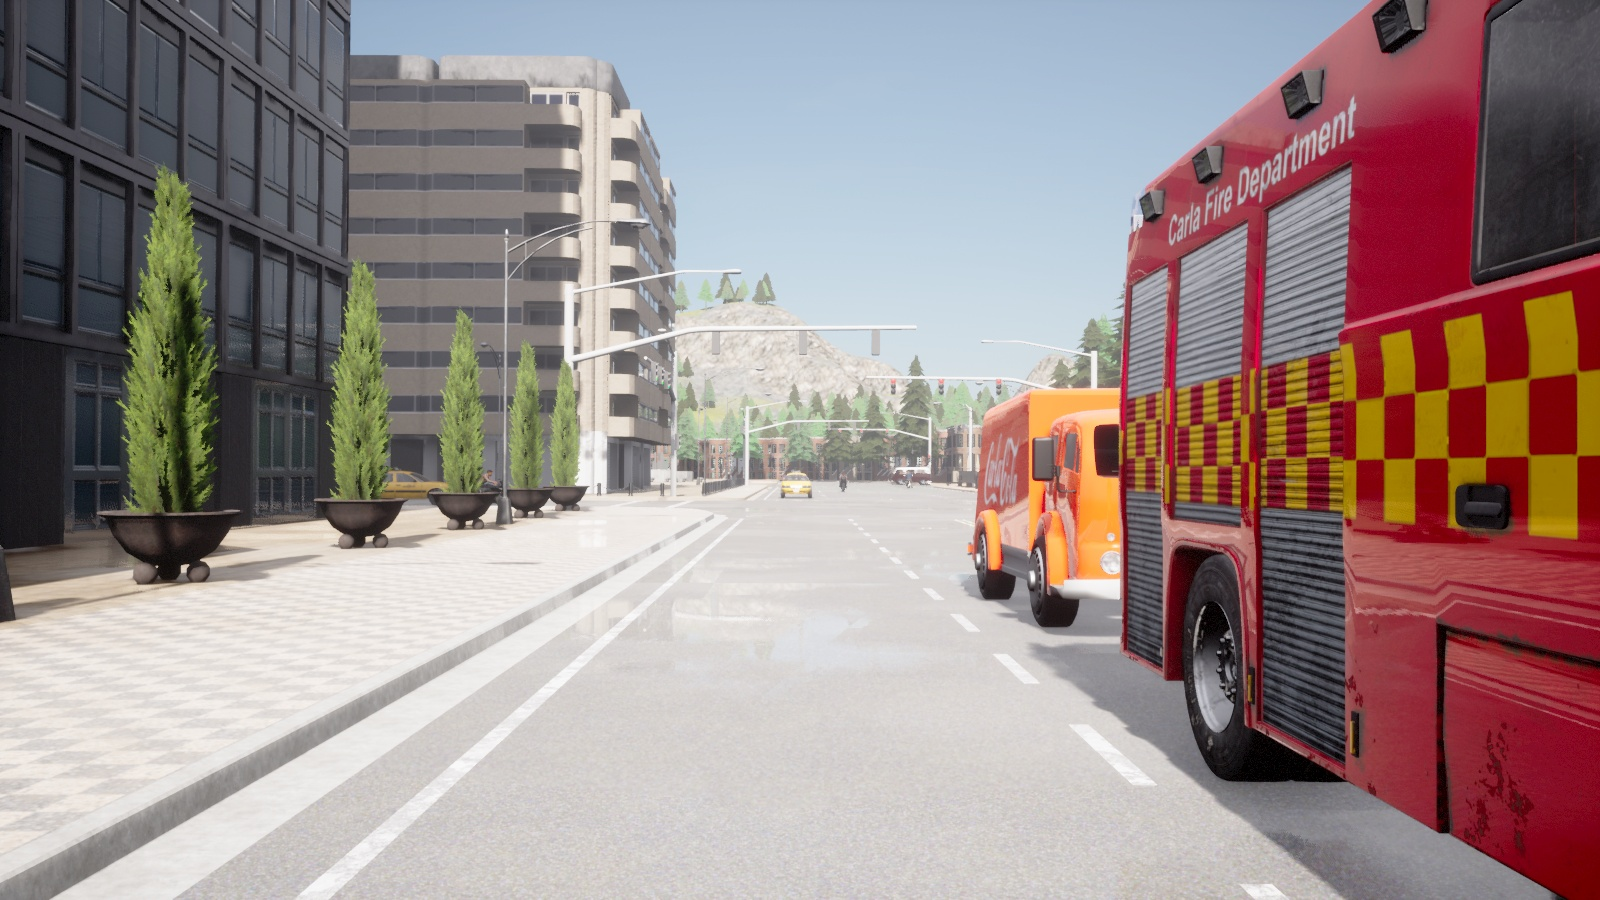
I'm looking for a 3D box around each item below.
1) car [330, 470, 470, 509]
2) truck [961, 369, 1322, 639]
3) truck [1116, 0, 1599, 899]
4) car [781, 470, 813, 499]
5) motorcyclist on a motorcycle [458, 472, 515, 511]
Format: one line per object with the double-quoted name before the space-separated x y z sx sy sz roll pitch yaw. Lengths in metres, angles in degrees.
"car" -16.920 1.663 53.309 5.366 1.575 1.801 -1 -1 0
"truck" 3.465 0.558 14.145 2.627 2.467 5.204 0 -1 0
"truck" 3.485 -0.301 3.774 2.891 3.827 8.468 0 -1 0
"car" -0.191 1.982 73.270 1.801 1.575 5.366 0 -1 0
"motorcyclist on a motorcycle" -12.417 1.625 49.796 2.044 1.523 0.797 0 -1 0
